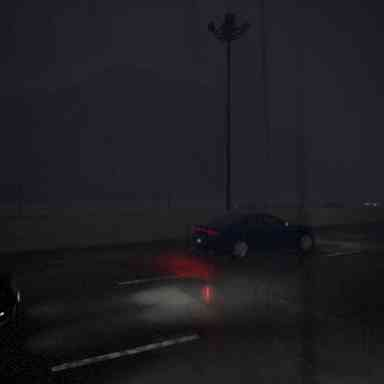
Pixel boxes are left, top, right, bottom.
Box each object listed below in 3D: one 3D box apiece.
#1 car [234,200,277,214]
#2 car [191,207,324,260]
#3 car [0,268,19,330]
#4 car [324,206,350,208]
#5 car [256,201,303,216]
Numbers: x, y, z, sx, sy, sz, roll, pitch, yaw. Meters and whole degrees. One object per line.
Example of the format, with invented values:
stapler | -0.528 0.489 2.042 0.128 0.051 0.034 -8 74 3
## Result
car | 6.928 1.601 36.042 4.718 1.301 1.895 0 0 -35
car | 2.386 1.477 12.395 5.008 1.535 1.882 0 0 -29
car | -5.112 1.493 4.497 4.902 1.511 2.128 0 0 -26
car | 12.952 1.601 31.736 4.718 1.301 1.895 0 0 -36
car | 8.682 1.601 33.000 4.718 1.301 1.895 0 0 -35
